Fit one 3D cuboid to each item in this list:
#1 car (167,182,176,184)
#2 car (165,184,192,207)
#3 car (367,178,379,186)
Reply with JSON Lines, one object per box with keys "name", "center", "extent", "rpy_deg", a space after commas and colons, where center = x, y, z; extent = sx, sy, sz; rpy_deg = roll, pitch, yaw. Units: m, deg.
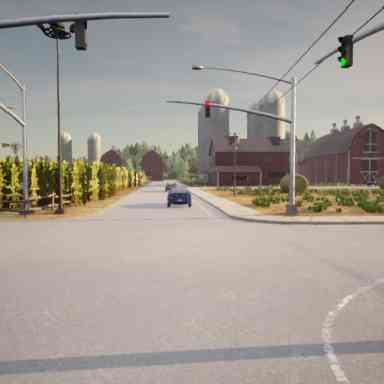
{"name": "car", "center": [-3.326, -0.797, 52.803], "extent": [2.128, 1.511, 4.902], "rpy_deg": [0, 3, -5]}
{"name": "car", "center": [-1.104, 0.354, 27.571], "extent": [1.882, 1.535, 5.008], "rpy_deg": [0, 3, -4]}
{"name": "car", "center": [42.392, -2.310, 77.481], "extent": [1.905, 1.878, 3.866], "rpy_deg": [10, 10, 41]}
